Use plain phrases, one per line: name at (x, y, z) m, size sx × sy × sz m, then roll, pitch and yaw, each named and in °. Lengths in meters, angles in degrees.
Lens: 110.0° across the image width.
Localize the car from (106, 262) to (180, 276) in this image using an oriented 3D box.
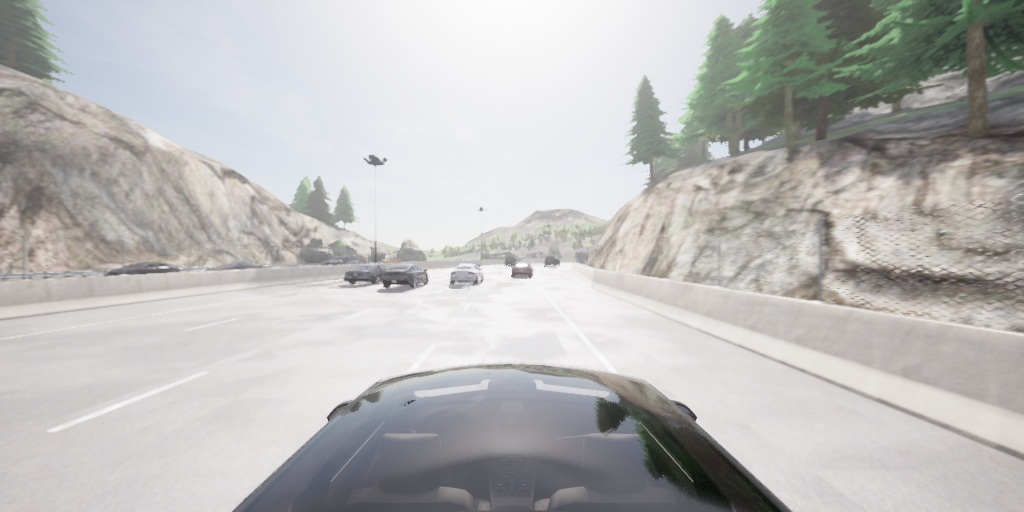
car at (-31.072, 1.260, 30.414) m, size 1.837 × 1.490 × 4.892 m, roll 0°, pitch 0°, yaw 4°

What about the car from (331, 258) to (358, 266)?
car at (-19.162, 1.306, 43.706) m, size 2.033 × 1.411 × 5.357 m, roll 0°, pitch 0°, yaw 9°

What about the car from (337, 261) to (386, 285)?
car at (-10.314, 1.303, 26.401) m, size 2.033 × 1.411 × 5.357 m, roll 0°, pitch 0°, yaw 3°

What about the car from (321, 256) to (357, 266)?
car at (-22.252, 0.977, 46.695) m, size 2.150 × 2.045 × 5.566 m, roll 0°, pitch 0°, yaw 9°

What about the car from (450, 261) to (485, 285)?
car at (-3.188, 1.282, 25.737) m, size 1.812 × 1.442 × 4.674 m, roll 0°, pitch 0°, yaw 3°

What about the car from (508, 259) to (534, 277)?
car at (1.111, 1.323, 35.678) m, size 1.994 × 1.385 × 4.181 m, roll 0°, pitch 0°, yaw 7°

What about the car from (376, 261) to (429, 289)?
car at (-6.752, 1.259, 23.220) m, size 1.837 × 1.490 × 4.892 m, roll 0°, pitch 0°, yaw 2°

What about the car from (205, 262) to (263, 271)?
car at (-27.196, 1.303, 35.417) m, size 2.033 × 1.411 × 5.357 m, roll 0°, pitch 0°, yaw 6°

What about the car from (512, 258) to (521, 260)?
car at (1.871, 1.367, 61.732) m, size 1.895 × 1.301 × 4.718 m, roll 0°, pitch 0°, yaw 17°
